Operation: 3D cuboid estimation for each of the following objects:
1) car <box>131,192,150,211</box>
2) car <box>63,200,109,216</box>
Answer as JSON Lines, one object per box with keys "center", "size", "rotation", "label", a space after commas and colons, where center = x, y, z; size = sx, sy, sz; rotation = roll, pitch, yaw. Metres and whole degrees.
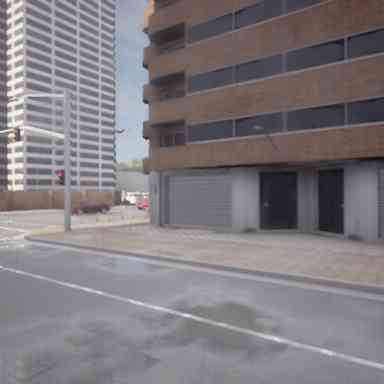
{"center": [-4.895, 1.342, 43.572], "size": [2.150, 2.045, 5.566], "rotation": [0, 0, 36], "label": "car"}
{"center": [-11.014, 1.599, 34.889], "size": [1.882, 1.535, 5.008], "rotation": [0, 0, 35], "label": "car"}
